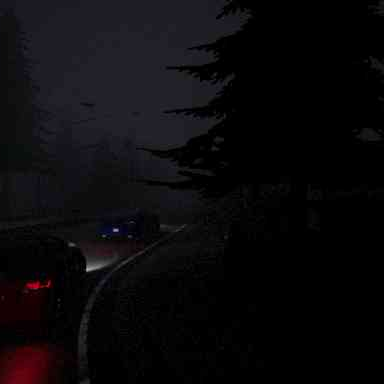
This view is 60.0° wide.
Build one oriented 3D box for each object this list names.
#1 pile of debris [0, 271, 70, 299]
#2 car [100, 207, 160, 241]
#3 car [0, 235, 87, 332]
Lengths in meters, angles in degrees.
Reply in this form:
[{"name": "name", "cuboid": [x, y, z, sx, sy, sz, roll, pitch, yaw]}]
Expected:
[{"name": "pile of debris", "cuboid": [-3.967, 2.185, 7.951, 1.500, 0.140, 1.860, 0, 0, -4]}, {"name": "car", "cuboid": [-2.946, 1.496, 16.801, 1.882, 1.535, 5.008, 0, 0, 8]}, {"name": "car", "cuboid": [-3.473, 1.568, 6.904, 1.994, 1.385, 4.181, 0, 0, -11]}]
